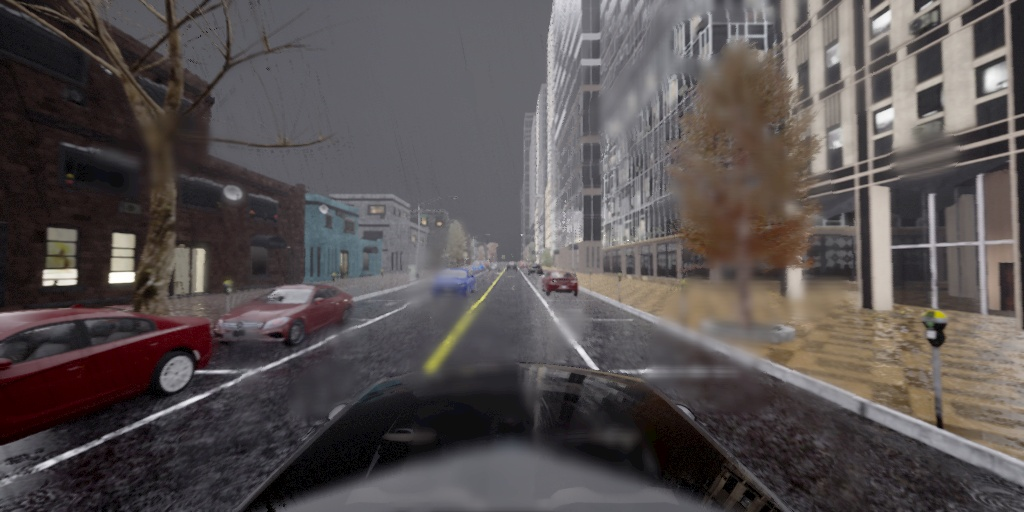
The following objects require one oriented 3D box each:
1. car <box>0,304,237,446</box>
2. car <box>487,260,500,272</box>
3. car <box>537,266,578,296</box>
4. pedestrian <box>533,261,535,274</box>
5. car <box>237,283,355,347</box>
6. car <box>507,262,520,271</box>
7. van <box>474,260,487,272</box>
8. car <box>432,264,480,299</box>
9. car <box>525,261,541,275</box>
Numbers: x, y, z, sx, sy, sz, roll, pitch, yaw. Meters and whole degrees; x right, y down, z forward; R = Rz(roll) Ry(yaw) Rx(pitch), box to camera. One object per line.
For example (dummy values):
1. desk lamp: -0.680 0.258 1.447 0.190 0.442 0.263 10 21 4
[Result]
1. car: -5.758 1.319 3.975 1.888 1.381 4.507 0 0 0
2. car: -3.038 1.883 61.400 2.128 1.511 4.902 0 -1 1
3. car: 2.692 1.499 20.848 1.888 1.381 4.507 0 0 0
4. pedestrian: 3.002 1.559 49.771 0.375 1.860 0.375 1 -2 0
5. car: -5.723 1.416 9.619 1.802 1.307 4.207 0 0 0
6. car: 0.024 1.891 63.399 1.882 1.535 5.008 0 -1 1
7. van: -5.686 1.721 60.410 1.690 1.789 3.998 0 0 0
8. car: -3.099 1.422 19.945 1.882 1.535 5.008 0 -1 0
9. car: 3.003 1.738 46.808 1.837 1.490 4.892 0 -1 0
